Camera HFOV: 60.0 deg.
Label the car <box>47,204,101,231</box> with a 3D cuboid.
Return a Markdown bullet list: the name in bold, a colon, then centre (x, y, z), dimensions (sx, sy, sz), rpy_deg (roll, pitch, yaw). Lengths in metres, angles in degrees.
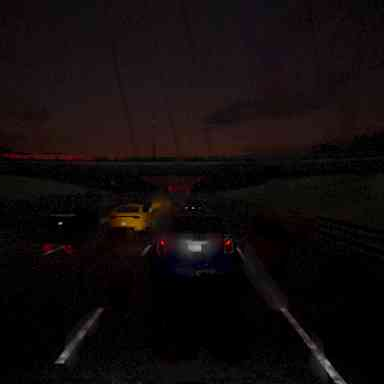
- **car**: centre (-6.899, 1.430, 19.873), dimensions (2.128, 1.511, 4.902), rpy_deg (0, 0, 0)

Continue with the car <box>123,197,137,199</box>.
- **car**: centre (-6.894, 1.339, 37.329), dimensions (1.882, 1.535, 5.008), rpy_deg (0, 0, 0)

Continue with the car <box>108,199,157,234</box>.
- **car**: centre (-3.398, 1.420, 19.037), dimensions (1.882, 1.535, 5.008), rpy_deg (0, 0, 0)

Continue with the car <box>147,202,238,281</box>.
- **car**: centre (0.083, 1.335, 9.938), dimensions (2.097, 1.767, 4.553), rpy_deg (0, 0, 0)

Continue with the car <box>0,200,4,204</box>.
- **car**: centre (-17.592, 1.256, 27.694), dimensions (2.097, 1.767, 4.553), rpy_deg (0, 0, 0)

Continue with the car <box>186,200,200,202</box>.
- **car**: centre (0.104, 1.434, 31.631), dimensions (2.033, 1.411, 5.357), rpy_deg (0, 0, 0)

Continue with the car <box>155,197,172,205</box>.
- **car**: centre (-3.394, 1.336, 37.968), dimensions (1.882, 1.535, 5.008), rpy_deg (0, 0, 0)

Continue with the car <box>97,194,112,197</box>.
- **car**: centre (-17.486, 1.222, 68.727), dimensions (1.837, 1.490, 4.892), rpy_deg (0, 0, 0)

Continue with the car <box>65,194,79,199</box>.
- **car**: centre (-24.487, 1.225, 68.312), dimensions (1.837, 1.490, 4.892), rpy_deg (0, 0, 0)

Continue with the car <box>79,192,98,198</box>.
- **car**: centre (-20.986, 0.945, 69.114), dimensions (2.150, 2.045, 5.566), rpy_deg (0, 0, 0)
